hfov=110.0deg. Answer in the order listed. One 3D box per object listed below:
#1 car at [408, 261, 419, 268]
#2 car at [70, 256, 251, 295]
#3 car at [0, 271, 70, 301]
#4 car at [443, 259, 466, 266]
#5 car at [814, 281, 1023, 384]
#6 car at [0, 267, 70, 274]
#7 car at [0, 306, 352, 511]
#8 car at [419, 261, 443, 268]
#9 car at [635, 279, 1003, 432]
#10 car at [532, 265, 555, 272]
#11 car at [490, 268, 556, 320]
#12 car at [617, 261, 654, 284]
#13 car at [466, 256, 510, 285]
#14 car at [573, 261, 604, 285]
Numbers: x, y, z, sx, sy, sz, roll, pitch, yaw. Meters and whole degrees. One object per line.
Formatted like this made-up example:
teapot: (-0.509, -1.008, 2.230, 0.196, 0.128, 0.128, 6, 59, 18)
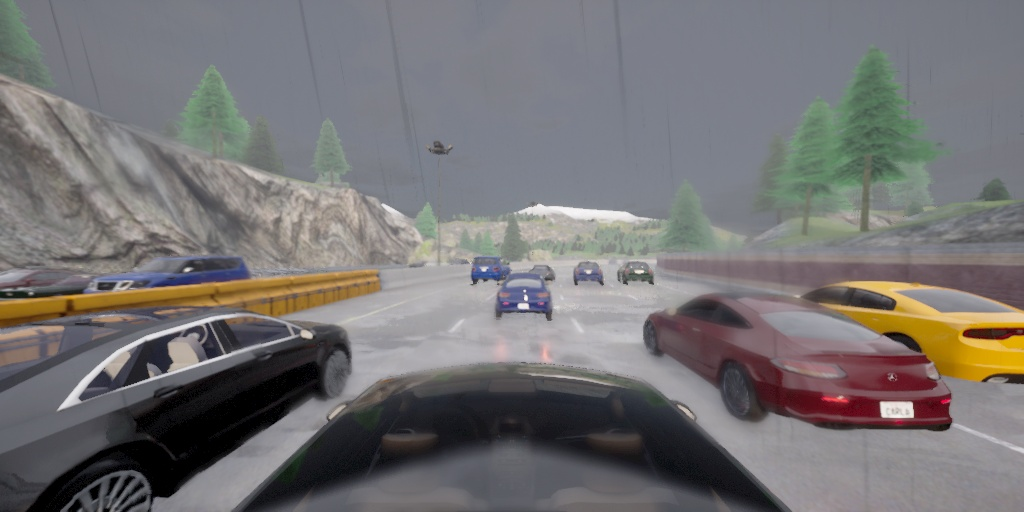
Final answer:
car: (-14.909, 1.463, 59.004, 2.033, 1.411, 5.357, 0, 0, 20)
car: (-13.623, 1.010, 14.846, 2.150, 2.045, 5.566, 0, 0, 4)
car: (-17.142, 1.388, 14.531, 1.895, 1.301, 4.718, 0, 0, 4)
car: (-8.399, 1.261, 56.329, 2.097, 1.767, 4.553, 0, 0, 20)
car: (7.203, 1.244, 7.206, 1.882, 1.535, 5.008, 0, 0, 1)
car: (-20.569, 1.315, 15.308, 1.812, 1.442, 4.674, 0, 0, 4)
car: (-3.371, 1.247, 3.572, 2.128, 1.511, 4.902, 0, 0, 1)
car: (-12.110, 1.434, 56.374, 1.812, 1.442, 4.674, 0, 0, 19)
car: (3.658, 1.287, 5.674, 1.812, 1.442, 4.674, 0, 0, 1)
car: (2.377, 1.391, 28.348, 1.994, 1.385, 4.181, 0, 0, 10)
car: (0.466, 1.308, 12.790, 1.812, 1.442, 4.674, 0, 0, 3)
car: (9.298, 1.176, 27.312, 2.097, 1.767, 4.553, 0, 0, 10)
car: (-1.473, 1.044, 26.786, 2.150, 2.045, 5.566, 0, 0, 9)
car: (5.752, 1.176, 27.335, 2.097, 1.767, 4.553, 0, 0, 10)
